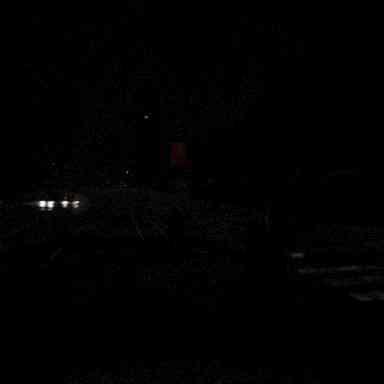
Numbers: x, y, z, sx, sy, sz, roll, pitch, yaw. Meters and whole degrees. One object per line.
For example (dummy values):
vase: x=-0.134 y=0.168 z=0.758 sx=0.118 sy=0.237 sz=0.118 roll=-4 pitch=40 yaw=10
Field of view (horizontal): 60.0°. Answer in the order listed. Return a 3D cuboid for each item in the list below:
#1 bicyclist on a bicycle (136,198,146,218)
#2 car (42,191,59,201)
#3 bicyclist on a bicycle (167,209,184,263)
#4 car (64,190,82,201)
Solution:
bicyclist on a bicycle: x=-4.153 y=1.302 z=27.154 sx=0.866 sy=1.612 sz=1.509 roll=1 pitch=1 yaw=-12
car: x=-21.593 y=0.574 z=50.929 sx=2.128 sy=1.511 sz=4.902 roll=1 pitch=1 yaw=-12
bicyclist on a bicycle: x=-0.512 y=1.362 z=10.528 sx=0.582 sy=1.620 sz=1.656 roll=3 pitch=-3 yaw=-12
car: x=-18.421 y=0.509 z=51.647 sx=2.097 sy=1.767 sz=4.553 roll=1 pitch=1 yaw=-12
